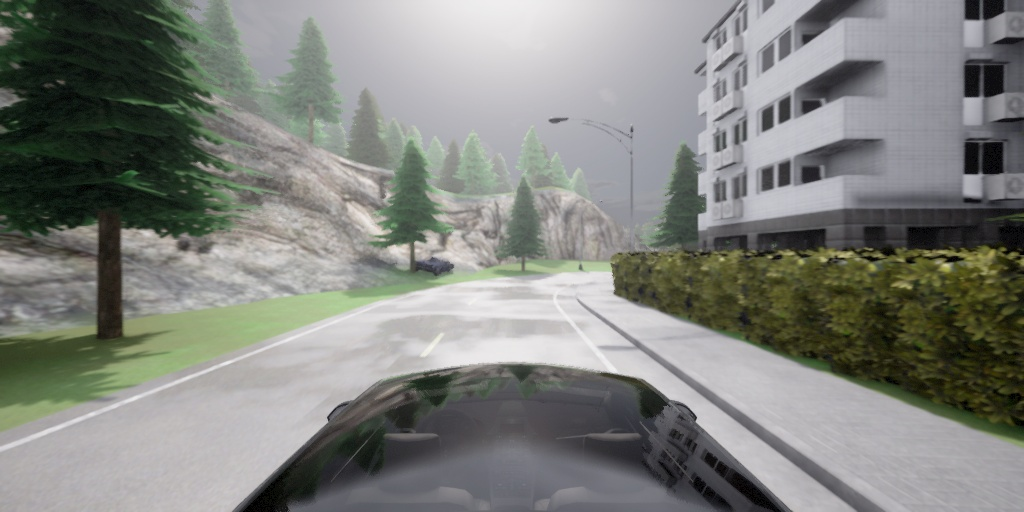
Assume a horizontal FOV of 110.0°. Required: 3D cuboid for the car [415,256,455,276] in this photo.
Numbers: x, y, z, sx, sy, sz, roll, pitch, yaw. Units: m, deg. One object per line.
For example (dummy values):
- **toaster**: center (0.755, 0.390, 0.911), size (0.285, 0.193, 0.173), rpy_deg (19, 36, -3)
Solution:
- **car**: center (-6.228, 0.709, 29.092), size (1.895, 1.301, 4.718), rpy_deg (12, 3, 10)
